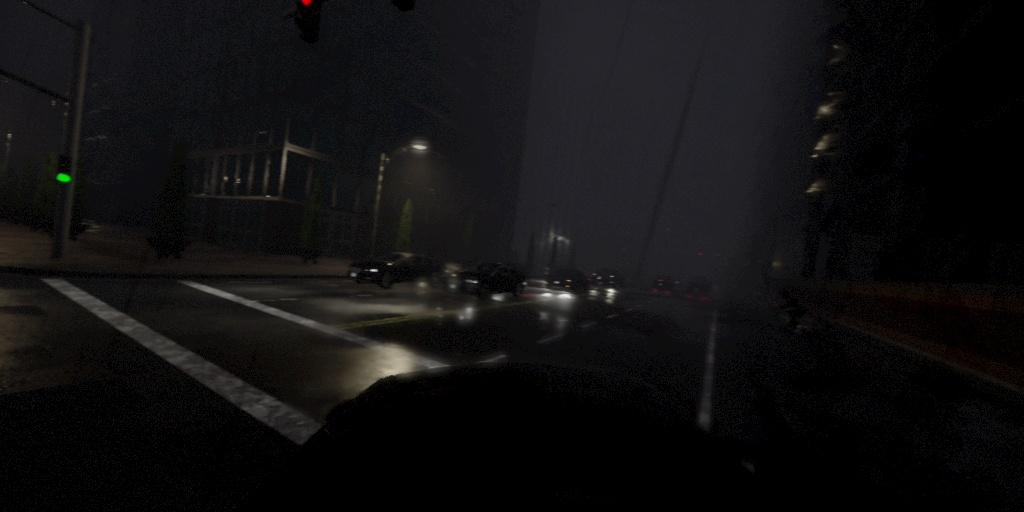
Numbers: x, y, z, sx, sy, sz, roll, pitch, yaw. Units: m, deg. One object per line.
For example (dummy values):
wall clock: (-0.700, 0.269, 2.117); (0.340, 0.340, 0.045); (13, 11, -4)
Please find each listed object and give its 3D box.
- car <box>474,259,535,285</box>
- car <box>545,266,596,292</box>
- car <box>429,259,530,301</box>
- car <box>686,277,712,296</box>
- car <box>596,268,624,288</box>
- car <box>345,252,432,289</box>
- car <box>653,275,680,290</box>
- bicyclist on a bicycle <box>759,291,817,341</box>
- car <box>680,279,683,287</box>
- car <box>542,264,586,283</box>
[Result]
car: (-0.360, 1.092, 24.198); (1.812, 1.442, 4.674); (7, 0, 30)
car: (3.891, 1.606, 24.626); (1.994, 1.385, 4.181); (7, 0, 30)
car: (-1.049, 1.035, 16.033); (2.128, 1.511, 4.902); (7, 0, 30)
car: (19.316, 3.219, 37.146); (1.812, 1.442, 4.674); (7, 1, 31)
car: (8.984, 1.907, 33.404); (2.097, 1.767, 4.553); (7, 0, 30)
car: (-4.978, 0.592, 16.186); (2.128, 1.511, 4.902); (7, 0, 30)
car: (16.980, 2.903, 39.983); (2.128, 1.511, 4.902); (7, 1, 30)
bicyclist on a bicycle: (9.720, 2.078, 12.610); (1.656, 1.620, 0.582); (6, 0, 30)
car: (22.029, 3.468, 48.775); (2.033, 1.411, 5.357); (7, 0, 30)
car: (4.946, 1.649, 33.427); (2.033, 1.411, 5.357); (7, 0, 30)
